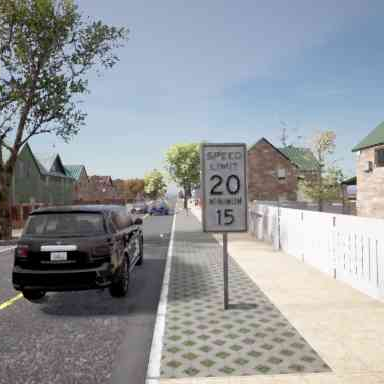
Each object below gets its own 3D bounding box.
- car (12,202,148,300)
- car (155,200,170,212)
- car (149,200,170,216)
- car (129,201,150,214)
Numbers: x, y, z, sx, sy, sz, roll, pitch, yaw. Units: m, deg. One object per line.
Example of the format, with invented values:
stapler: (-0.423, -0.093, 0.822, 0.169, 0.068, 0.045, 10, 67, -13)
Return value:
car: (-2.614, 1.329, 8.924, 2.150, 2.045, 5.566, -1, -1, -2)
car: (-4.353, 2.043, 49.784, 1.882, 1.535, 5.008, -1, -1, -2)
car: (-3.868, 1.804, 39.532, 2.097, 1.767, 4.553, -1, -1, -2)
car: (-6.856, 2.042, 43.938, 2.128, 1.511, 4.902, -1, -1, -2)
